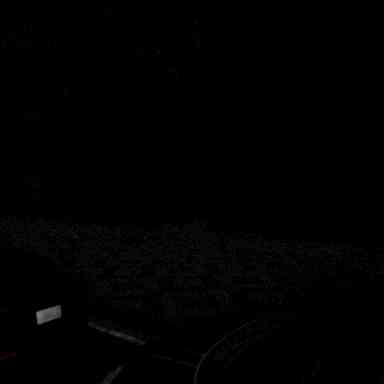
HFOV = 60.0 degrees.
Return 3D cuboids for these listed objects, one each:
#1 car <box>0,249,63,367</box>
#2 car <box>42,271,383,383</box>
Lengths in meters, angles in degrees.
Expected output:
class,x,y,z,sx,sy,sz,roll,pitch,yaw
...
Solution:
class,x,y,z,sx,sy,sz,roll,pitch,yaw
car,-3.519,1.621,5.463,4.313,1.339,1.947,-1,0,35
car,1.107,1.442,2.173,4.097,1.590,1.967,-1,0,35
